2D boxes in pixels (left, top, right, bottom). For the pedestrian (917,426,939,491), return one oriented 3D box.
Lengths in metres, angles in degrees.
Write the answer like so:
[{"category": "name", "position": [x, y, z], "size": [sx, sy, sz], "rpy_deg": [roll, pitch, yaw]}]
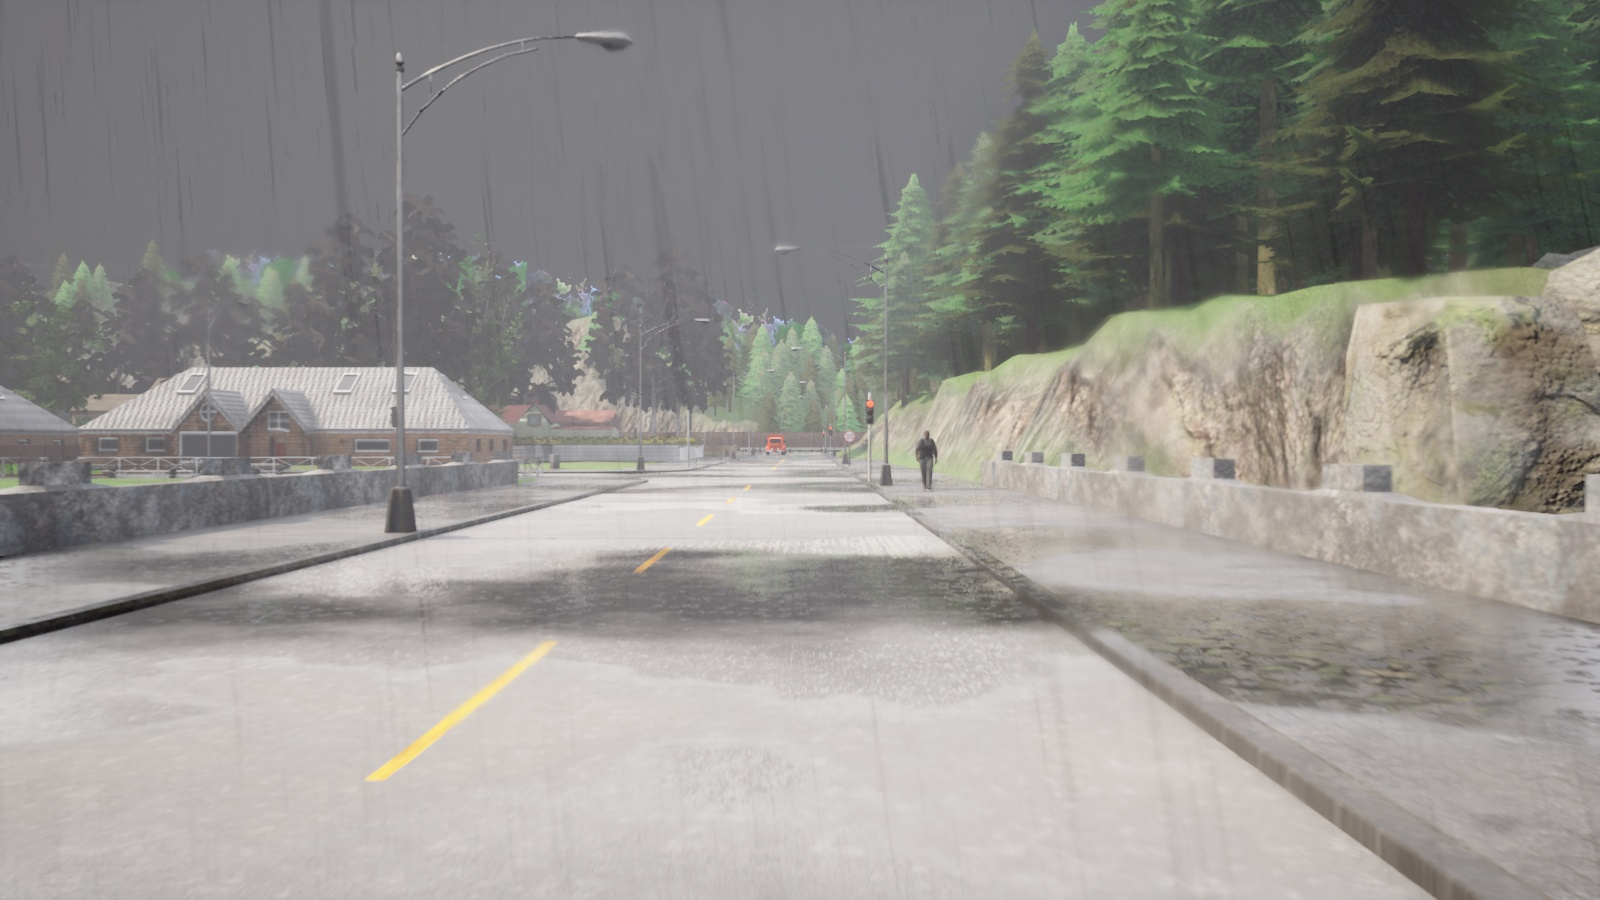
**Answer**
[{"category": "pedestrian", "position": [3.755, 0.252, 36.775], "size": [0.563, 1.883, 0.849], "rpy_deg": [0, 0, 0]}]
